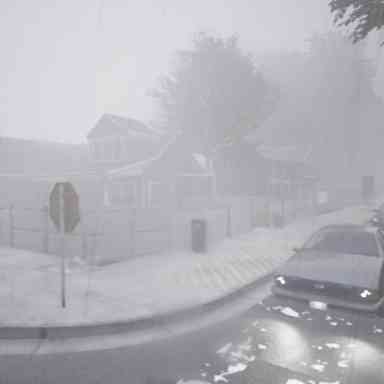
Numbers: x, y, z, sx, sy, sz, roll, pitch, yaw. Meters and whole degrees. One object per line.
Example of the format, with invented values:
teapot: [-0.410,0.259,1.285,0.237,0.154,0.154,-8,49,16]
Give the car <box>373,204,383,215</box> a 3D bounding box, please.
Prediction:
car: [10.732,1.307,17.507,1.812,1.442,4.674,0,1,36]

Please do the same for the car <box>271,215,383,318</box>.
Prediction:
car: [3.677,1.497,7.767,2.033,1.411,5.357,0,1,36]
